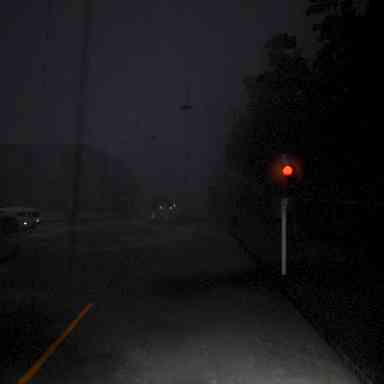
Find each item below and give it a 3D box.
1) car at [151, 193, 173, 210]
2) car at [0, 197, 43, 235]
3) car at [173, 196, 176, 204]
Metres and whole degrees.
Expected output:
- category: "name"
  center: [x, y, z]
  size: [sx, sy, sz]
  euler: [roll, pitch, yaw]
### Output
- category: "car"
  center: [-4.076, 1.220, 43.916]
  size: [2.150, 2.045, 5.566]
  euler: [0, 0, 0]
- category: "car"
  center: [-11.285, 1.221, 18.357]
  size: [5.566, 2.045, 2.150]
  euler: [0, 0, -1]
- category: "car"
  center: [-4.062, 1.504, 53.834]
  size: [1.837, 1.490, 4.892]
  euler: [0, 0, 0]
